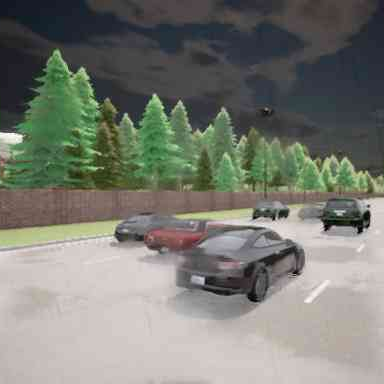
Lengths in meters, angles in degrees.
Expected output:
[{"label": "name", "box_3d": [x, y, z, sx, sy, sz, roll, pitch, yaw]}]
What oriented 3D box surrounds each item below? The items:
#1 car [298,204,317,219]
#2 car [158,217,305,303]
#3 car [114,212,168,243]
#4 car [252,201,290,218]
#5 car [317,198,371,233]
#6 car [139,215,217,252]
[{"label": "car", "box_3d": [10.663, 1.733, 28.537, 2.033, 1.411, 5.357, 0, 0, 34]}, {"label": "car", "box_3d": [1.396, 1.582, 8.421, 1.812, 1.442, 4.674, 0, -1, 34]}, {"label": "car", "box_3d": [-1.786, 1.672, 16.243, 1.994, 1.385, 4.181, 0, 0, 34]}, {"label": "car", "box_3d": [7.111, 1.546, 29.528, 2.097, 1.767, 4.553, 0, 0, 34]}, {"label": "car", "box_3d": [9.856, 1.361, 21.048, 2.150, 2.045, 5.566, 0, 0, 34]}, {"label": "car", "box_3d": [0.330, 1.688, 13.116, 1.895, 1.301, 4.718, 0, 0, 34]}]
